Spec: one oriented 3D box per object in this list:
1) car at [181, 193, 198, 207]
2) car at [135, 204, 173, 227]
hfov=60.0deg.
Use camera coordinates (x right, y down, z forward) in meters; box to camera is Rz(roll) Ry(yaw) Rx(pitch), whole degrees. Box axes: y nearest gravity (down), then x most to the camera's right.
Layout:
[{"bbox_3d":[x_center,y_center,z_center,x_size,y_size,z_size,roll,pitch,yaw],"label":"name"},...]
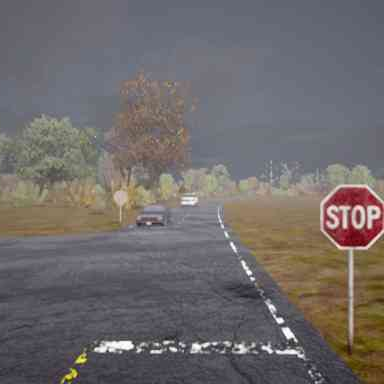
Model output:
[{"bbox_3d":[-0.348,1.195,50.760,2.150,2.045,5.566,0,0,6],"label":"car"},{"bbox_3d":[-2.470,1.557,23.177,2.033,1.411,5.357,0,0,4],"label":"car"}]
